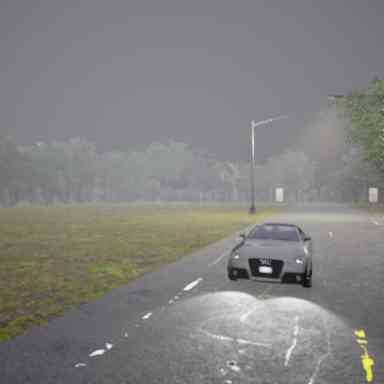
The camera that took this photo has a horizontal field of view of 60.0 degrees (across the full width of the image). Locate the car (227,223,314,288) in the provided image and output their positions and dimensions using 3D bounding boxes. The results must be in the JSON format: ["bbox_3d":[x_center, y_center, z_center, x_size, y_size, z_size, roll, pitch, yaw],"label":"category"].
[{"bbox_3d":[2.376,1.592,9.427,1.994,1.385,4.181,0,0,21],"label":"car"}]
